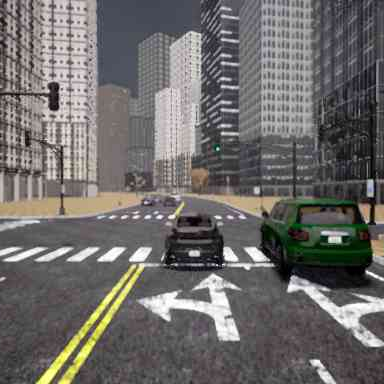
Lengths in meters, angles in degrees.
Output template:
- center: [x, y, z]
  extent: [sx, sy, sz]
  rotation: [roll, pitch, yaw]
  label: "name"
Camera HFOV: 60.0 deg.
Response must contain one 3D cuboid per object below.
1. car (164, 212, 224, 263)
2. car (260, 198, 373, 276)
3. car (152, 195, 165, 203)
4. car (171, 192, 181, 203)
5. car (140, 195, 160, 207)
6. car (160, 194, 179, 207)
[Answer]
- center: [0.080, 1.491, 11.851]
  extent: [1.837, 1.490, 4.892]
  rotation: [0, 0, 0]
  label: "car"
- center: [3.524, 1.208, 10.472]
  extent: [2.150, 2.045, 5.566]
  rotation: [0, 0, 4]
  label: "car"
- center: [-6.608, 1.348, 65.560]
  extent: [2.128, 1.511, 4.902]
  rotation: [0, 0, -1]
  label: "car"
- center: [-3.391, 1.066, 67.461]
  extent: [2.150, 2.045, 5.566]
  rotation: [0, 0, -1]
  label: "car"
- center: [-6.560, 1.390, 50.030]
  extent: [2.128, 1.511, 4.902]
  rotation: [0, 0, 0]
  label: "car"
- center: [-3.311, 1.404, 49.922]
  extent: [1.837, 1.490, 4.892]
  rotation: [0, 0, 0]
  label: "car"
